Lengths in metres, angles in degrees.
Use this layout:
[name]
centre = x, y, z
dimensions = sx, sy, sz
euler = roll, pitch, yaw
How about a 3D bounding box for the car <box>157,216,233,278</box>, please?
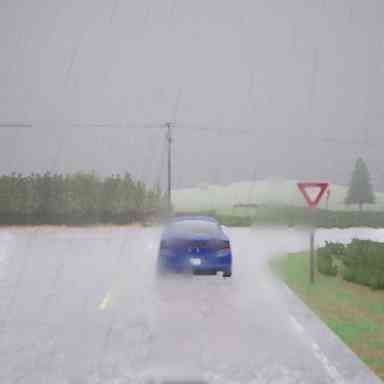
[car]
centre = 0.053, 1.466, 10.074
dimensions = 1.882, 1.535, 5.008
euler = 0, -1, -1
